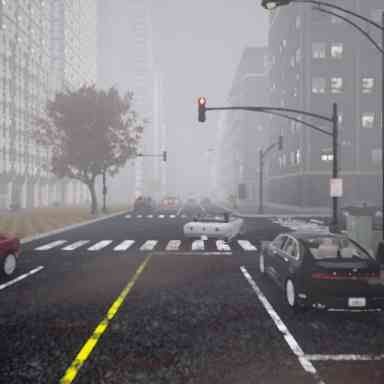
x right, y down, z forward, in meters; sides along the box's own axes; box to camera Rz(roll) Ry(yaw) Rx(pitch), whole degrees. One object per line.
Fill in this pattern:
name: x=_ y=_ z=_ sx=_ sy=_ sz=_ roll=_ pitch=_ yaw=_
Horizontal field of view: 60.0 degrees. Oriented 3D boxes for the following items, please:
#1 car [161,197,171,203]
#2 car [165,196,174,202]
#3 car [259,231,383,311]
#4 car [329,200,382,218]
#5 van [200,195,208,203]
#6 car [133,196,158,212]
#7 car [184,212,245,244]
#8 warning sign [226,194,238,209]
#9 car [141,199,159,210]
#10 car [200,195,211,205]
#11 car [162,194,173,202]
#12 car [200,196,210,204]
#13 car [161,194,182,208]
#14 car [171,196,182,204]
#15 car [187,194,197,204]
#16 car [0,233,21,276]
car: x=-5.717 y=1.687 z=73.120 sx=1.947 sy=1.339 sz=4.313 roll=0 pitch=0 yaw=0
car: x=-5.721 y=1.701 z=84.165 sx=2.008 sy=1.369 sz=4.403 roll=0 pitch=0 yaw=0
car: x=2.685 y=1.558 z=7.597 sx=2.008 sy=1.369 sz=4.403 roll=0 pitch=0 yaw=0
car: x=13.415 y=1.373 z=27.006 sx=4.403 sy=1.369 sz=2.008 roll=-1 pitch=1 yaw=-1
van: x=2.663 y=1.463 z=73.123 sx=1.690 sy=1.788 sz=3.998 roll=0 pitch=0 yaw=0
car: x=-5.707 y=1.369 z=39.982 sx=2.192 sy=1.841 sz=5.009 roll=0 pitch=0 yaw=0
car: x=1.273 y=1.617 z=16.114 sx=1.895 sy=1.301 sz=4.718 roll=0 pitch=0 yaw=20
warning sign: x=5.054 y=1.173 z=42.111 sx=1.300 sy=1.860 sz=1.060 roll=0 pitch=0 yaw=0
car: x=-5.708 y=1.630 z=45.505 sx=1.947 sy=1.339 sz=4.313 roll=0 pitch=0 yaw=0
car: x=2.667 y=1.662 z=62.076 sx=1.947 sy=1.339 sz=4.313 roll=0 pitch=0 yaw=0
car: x=-5.720 y=1.450 z=78.642 sx=2.192 sy=1.841 sz=5.009 roll=0 pitch=0 yaw=0
car: x=2.665 y=1.634 z=67.769 sx=1.752 sy=1.417 sz=4.829 roll=0 pitch=0 yaw=0
car: x=-3.104 y=1.425 z=50.519 sx=2.097 sy=1.767 sz=4.553 roll=0 pitch=0 yaw=0
car: x=-3.047 y=1.608 z=66.341 sx=1.837 sy=1.490 sz=4.892 roll=0 pitch=0 yaw=0
car: x=-0.025 y=1.659 z=69.306 sx=2.033 sy=1.411 sz=5.357 roll=0 pitch=0 yaw=0
car: x=-5.695 y=1.552 z=7.594 sx=1.887 sy=1.381 sz=4.507 roll=0 pitch=0 yaw=0
